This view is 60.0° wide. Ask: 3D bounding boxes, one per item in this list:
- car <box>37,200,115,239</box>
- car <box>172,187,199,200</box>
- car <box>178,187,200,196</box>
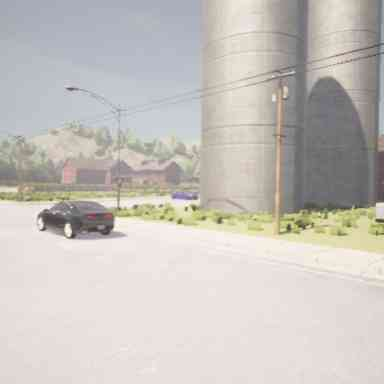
[{"bbox_3d":[-5.319,1.117,14.977,4.892,1.490,1.837,2,2,45],"label":"car"},{"bbox_3d":[-1.047,0.421,51.246,4.611,1.667,2.242,2,2,44],"label":"car"},{"bbox_3d":[-0.757,-0.134,70.527,4.605,1.855,1.932,2,2,44],"label":"car"}]
